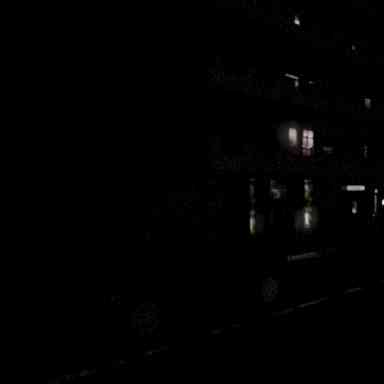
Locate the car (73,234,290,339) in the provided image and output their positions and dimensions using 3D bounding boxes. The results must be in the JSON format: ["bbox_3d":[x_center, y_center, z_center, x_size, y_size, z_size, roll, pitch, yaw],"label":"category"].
[{"bbox_3d":[0.014,1.571,6.582,4.507,1.381,1.887,0,-1,-35],"label":"car"}]
